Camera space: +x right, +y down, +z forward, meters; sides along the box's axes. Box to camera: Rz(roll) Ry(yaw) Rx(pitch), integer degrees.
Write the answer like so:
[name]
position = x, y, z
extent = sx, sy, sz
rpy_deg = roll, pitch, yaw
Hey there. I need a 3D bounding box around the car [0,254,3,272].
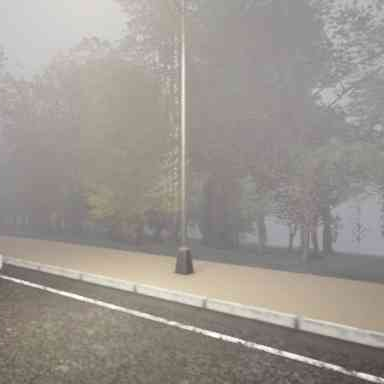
[car]
position = -6.924, 1.723, 8.571
extent = 4.718, 1.301, 1.895
rpy_deg = -1, 0, 35
